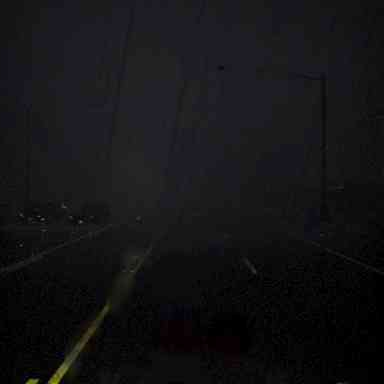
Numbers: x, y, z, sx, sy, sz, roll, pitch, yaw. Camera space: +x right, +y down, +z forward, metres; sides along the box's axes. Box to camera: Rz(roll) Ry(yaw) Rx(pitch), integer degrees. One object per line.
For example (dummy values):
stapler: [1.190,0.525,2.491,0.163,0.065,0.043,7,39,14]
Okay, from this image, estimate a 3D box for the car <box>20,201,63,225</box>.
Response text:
car: [-10.600,1.482,24.172,1.837,1.490,4.892,0,1,0]

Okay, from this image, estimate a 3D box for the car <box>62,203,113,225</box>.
car: [-7.102,1.527,23.871,2.033,1.411,5.357,0,0,0]
